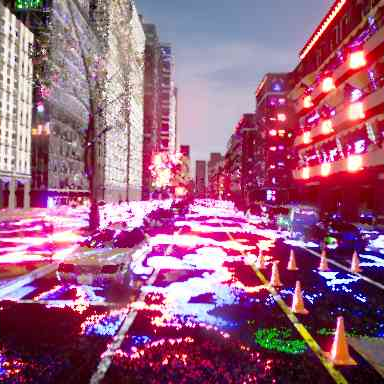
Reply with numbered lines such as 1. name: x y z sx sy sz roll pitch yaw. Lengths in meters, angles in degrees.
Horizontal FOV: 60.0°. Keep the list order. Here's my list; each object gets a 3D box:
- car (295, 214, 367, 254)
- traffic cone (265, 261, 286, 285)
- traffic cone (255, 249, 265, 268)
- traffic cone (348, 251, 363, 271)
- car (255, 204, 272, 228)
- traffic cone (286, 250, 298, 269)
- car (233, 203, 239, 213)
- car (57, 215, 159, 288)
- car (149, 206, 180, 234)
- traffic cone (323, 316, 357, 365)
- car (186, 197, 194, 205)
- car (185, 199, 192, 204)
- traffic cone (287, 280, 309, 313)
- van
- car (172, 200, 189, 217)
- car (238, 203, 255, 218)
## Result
1. car: 6.284 1.899 15.006 1.802 1.307 4.206 1 -1 1
2. traffic cone: 2.175 2.104 8.695 0.340 0.580 0.340 1 -1 1
3. traffic cone: 2.218 2.127 10.694 0.340 0.580 0.340 1 -1 1
4. traffic cone: 5.217 2.198 10.628 0.340 0.580 0.340 1 -1 1
5. car: 6.527 1.889 26.069 1.967 1.590 4.097 1 -1 1
6. traffic cone: 3.218 2.151 10.672 0.340 0.580 0.340 1 -1 1
7. car: 7.004 2.267 48.192 2.008 1.369 4.403 1 -1 1
8. car: -2.214 1.579 9.490 1.752 1.417 4.829 1 -1 1
9. car: -1.972 1.769 20.722 1.802 1.307 4.206 1 -1 1
10. traffic cone: 2.088 2.058 4.696 0.340 0.580 0.340 1 -1 1
11. car: -0.666 2.251 80.757 2.192 1.841 5.009 1 -1 1
12. car: -1.372 2.065 48.376 1.887 1.381 4.507 1 -1 1
13. traffic cone: 2.131 2.081 6.695 0.340 0.580 0.340 1 -1 1
14. van: 6.410 1.724 20.539 1.690 1.788 3.998 1 -1 1
15. car: -1.614 1.908 37.144 1.752 1.417 4.829 1 -1 1
16. car: 6.765 2.132 37.130 2.008 1.369 4.403 1 -1 1
